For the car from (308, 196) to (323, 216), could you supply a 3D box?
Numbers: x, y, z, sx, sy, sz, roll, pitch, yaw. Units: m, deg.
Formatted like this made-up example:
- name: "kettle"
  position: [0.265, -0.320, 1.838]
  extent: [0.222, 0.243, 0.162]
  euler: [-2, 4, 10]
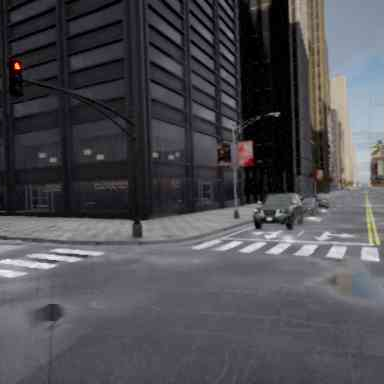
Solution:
- name: "car"
  position: [10.061, 1.262, 29.460]
  extent: [1.837, 1.490, 4.892]
  euler: [-2, 0, 27]

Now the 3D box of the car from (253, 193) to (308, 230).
- name: "car"
  position: [5.500, 1.101, 20.700]
  extent: [2.150, 2.045, 5.566]
  euler: [-2, 0, 27]

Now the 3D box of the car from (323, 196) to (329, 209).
- name: "car"
  position: [14.670, 1.198, 38.360]
  extent: [1.994, 1.385, 4.181]
  euler: [-2, 0, 27]
